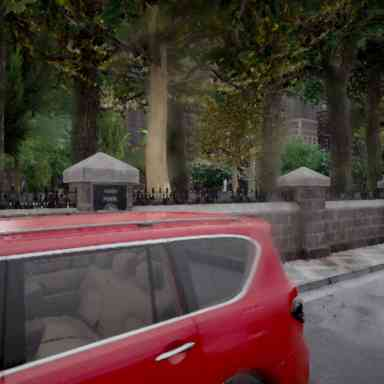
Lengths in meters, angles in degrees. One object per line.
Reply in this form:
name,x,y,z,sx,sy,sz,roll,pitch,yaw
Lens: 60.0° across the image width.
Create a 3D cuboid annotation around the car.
car,-1.530,1.221,2.286,5.566,2.045,2.150,0,0,-36
